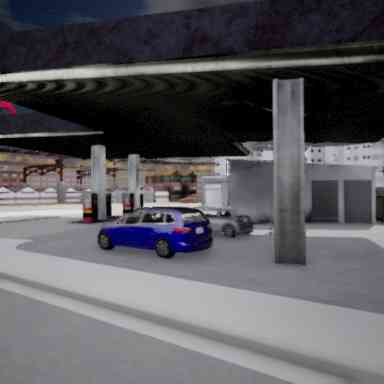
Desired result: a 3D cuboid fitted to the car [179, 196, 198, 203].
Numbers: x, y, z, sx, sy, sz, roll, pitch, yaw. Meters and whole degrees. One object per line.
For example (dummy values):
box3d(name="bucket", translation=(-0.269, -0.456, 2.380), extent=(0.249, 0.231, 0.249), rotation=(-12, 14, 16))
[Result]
box3d(name="car", translation=(-0.964, 1.825, 80.070), extent=(4.553, 1.767, 2.097), rotation=(0, 0, -9))

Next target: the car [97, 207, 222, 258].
box3d(name="car", translation=(-1.515, 1.379, 12.579), extent=(4.611, 1.667, 2.242), rotation=(-1, 0, 36))

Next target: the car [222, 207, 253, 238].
box3d(name="car", translation=(1.202, 1.547, 17.697), extent=(3.806, 1.475, 1.970), rotation=(-1, 0, 36))
